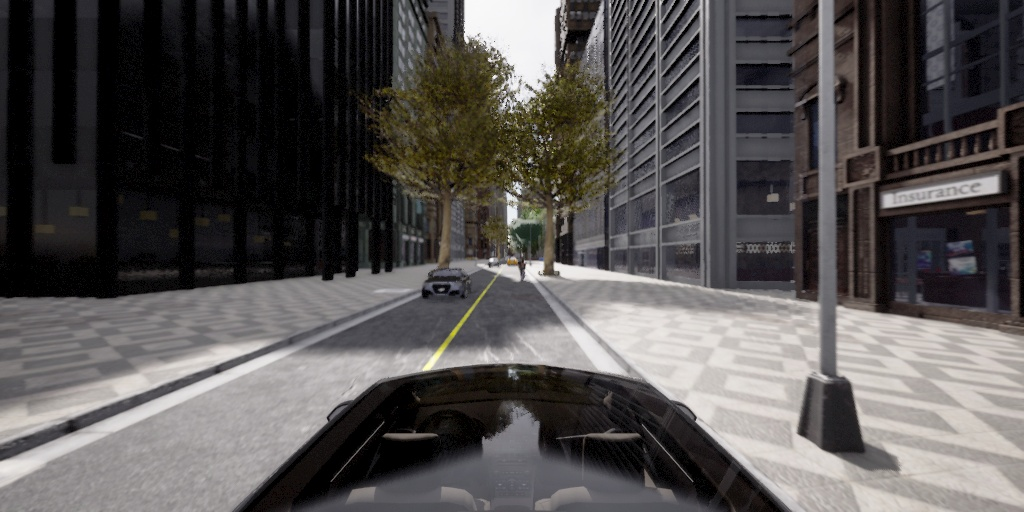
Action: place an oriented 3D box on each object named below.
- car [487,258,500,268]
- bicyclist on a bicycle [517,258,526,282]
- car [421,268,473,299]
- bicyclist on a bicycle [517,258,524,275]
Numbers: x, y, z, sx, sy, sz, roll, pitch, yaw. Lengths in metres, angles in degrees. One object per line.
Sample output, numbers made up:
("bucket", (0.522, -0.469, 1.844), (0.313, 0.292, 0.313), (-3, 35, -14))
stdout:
("car", (-3.029, 1.144, 59.690), (2.128, 1.511, 4.902), (0, 0, 1))
("bicyclist on a bicycle", (0.834, 1.152, 27.264), (0.582, 1.620, 1.656), (0, 0, 0))
("car", (-3.092, 1.281, 17.733), (1.994, 1.385, 4.181), (0, 0, 0))
("bicyclist on a bicycle", (0.836, 1.053, 36.871), (0.659, 1.776, 1.843), (0, 0, 0))
